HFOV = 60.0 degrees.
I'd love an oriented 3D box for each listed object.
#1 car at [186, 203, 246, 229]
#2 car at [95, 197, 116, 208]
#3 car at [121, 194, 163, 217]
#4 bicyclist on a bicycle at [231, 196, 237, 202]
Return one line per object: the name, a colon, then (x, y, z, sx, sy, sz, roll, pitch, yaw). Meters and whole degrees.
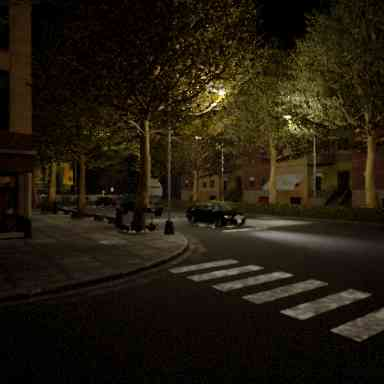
car: (1.481, 1.488, 22.092, 2.128, 1.511, 4.902, 0, 0, -34)
car: (-12.724, 1.499, 48.939, 1.837, 1.490, 4.892, 0, 0, -34)
car: (-4.790, 1.218, 31.173, 2.150, 2.045, 5.566, 0, 0, -34)
bicyclist on a bicycle: (4.730, 1.292, 37.596, 1.656, 1.620, 0.582, 0, 0, -35)
